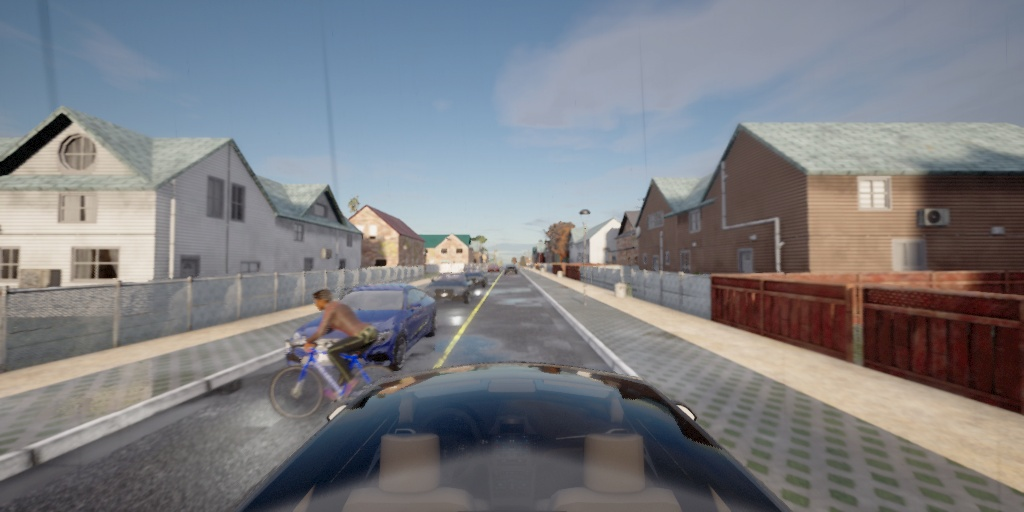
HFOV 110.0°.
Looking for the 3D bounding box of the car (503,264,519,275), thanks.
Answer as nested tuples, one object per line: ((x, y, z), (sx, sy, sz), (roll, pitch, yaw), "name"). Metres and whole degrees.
((-0.125, 1.915, 50.387), (1.837, 1.490, 4.892), (0, -1, 0), "car")

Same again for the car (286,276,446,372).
((-2.871, 1.349, 7.941), (1.812, 1.442, 4.674), (0, -1, 0), "car")

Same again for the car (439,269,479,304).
((-2.910, 1.505, 17.377), (1.994, 1.385, 4.181), (0, -1, 0), "car")

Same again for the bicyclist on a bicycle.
((-2.199, 1.234, 4.480), (1.656, 1.620, 0.582), (0, -1, 0), "bicyclist on a bicycle")

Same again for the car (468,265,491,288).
((-2.923, 1.639, 27.426), (1.994, 1.385, 4.181), (0, -1, 1), "car")

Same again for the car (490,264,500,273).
((-3.085, 2.058, 60.949), (1.882, 1.535, 5.008), (0, -1, 0), "car")
